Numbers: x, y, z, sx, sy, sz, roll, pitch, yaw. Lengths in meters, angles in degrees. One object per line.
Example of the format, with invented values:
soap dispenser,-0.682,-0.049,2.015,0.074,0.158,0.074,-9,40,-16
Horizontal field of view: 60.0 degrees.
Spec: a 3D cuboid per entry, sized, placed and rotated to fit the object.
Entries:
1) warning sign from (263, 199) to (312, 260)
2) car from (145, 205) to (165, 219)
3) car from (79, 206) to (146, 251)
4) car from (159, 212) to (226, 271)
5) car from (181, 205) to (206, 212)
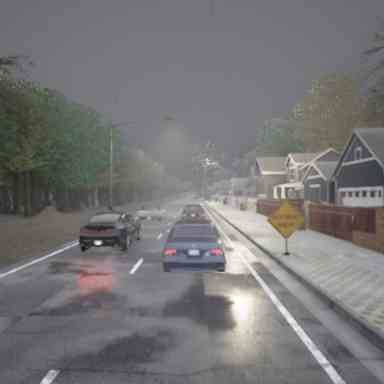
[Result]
warning sign,3.073,1.182,10.857,1.300,1.860,1.060,0,-1,0
car,-3.355,1.770,28.355,1.895,1.301,4.718,0,0,1
car,-3.390,1.594,14.501,1.837,1.490,4.892,0,0,1
car,0.073,1.615,11.059,2.033,1.411,5.357,0,0,1
car,0.121,1.704,26.053,2.033,1.411,5.357,0,0,1
